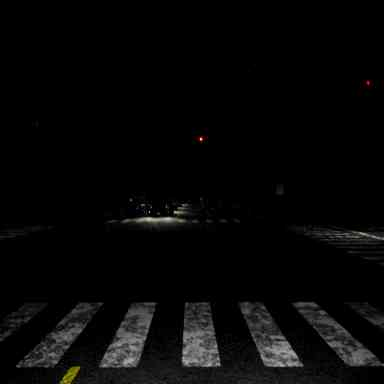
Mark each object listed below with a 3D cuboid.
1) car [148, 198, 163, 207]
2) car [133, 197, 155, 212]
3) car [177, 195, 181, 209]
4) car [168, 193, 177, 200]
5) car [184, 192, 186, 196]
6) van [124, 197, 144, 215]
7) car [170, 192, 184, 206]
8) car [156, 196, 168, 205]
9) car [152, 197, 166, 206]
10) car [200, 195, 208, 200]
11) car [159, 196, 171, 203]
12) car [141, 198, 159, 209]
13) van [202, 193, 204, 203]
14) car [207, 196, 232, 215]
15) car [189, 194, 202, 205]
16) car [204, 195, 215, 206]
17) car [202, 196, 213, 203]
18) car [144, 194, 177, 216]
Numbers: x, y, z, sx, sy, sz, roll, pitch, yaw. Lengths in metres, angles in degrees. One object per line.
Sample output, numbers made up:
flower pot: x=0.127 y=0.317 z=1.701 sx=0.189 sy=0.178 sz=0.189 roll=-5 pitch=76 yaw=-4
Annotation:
car: x=-5.537 y=1.581 z=50.345 sx=1.802 sy=1.307 sz=4.206 roll=0 pitch=0 yaw=0
car: x=-5.610 y=1.440 z=39.008 sx=1.967 sy=1.590 sz=4.097 roll=0 pitch=0 yaw=0
car: x=-2.831 y=1.477 z=41.975 sx=1.882 sy=1.535 sz=5.008 roll=0 pitch=0 yaw=1
car: x=-5.280 y=1.300 z=90.022 sx=2.192 sy=1.841 sz=5.009 roll=0 pitch=0 yaw=0
car: x=-2.653 y=1.349 z=62.328 sx=2.097 sy=1.767 sz=4.553 roll=0 pitch=0 yaw=1
van: x=-5.647 y=1.340 z=33.340 sx=1.690 sy=1.788 sz=3.998 roll=0 pitch=0 yaw=0
car: x=-2.760 y=1.221 z=52.102 sx=2.150 sy=2.045 sz=5.566 roll=0 pitch=0 yaw=1
car: x=-5.464 y=1.522 z=61.511 sx=1.752 sy=1.417 sz=4.829 roll=0 pitch=0 yaw=0
car: x=-5.500 y=1.564 z=56.013 sx=1.947 sy=1.339 sz=4.313 roll=0 pitch=0 yaw=0
car: x=3.246 y=1.551 z=89.979 sx=1.947 sy=1.339 sz=4.313 roll=0 pitch=0 yaw=0
car: x=-5.426 y=1.561 z=67.349 sx=1.947 sy=1.339 sz=4.313 roll=0 pitch=0 yaw=0
car: x=-5.573 y=1.565 z=44.676 sx=1.947 sy=1.339 sz=4.313 roll=0 pitch=0 yaw=0
van: x=3.025 y=1.340 z=55.963 sx=1.690 sy=1.788 sz=3.998 roll=0 pitch=0 yaw=0
car: x=2.879 y=1.440 z=33.287 sx=1.967 sy=1.590 sz=4.097 roll=0 pitch=0 yaw=0
car: x=0.470 y=1.524 z=59.381 sx=1.812 sy=1.442 sz=4.674 roll=0 pitch=0 yaw=0
car: x=2.952 y=1.440 z=44.625 sx=1.967 sy=1.590 sz=4.097 roll=0 pitch=0 yaw=0
car: x=3.099 y=1.546 z=67.302 sx=2.008 sy=1.369 sz=4.403 roll=0 pitch=0 yaw=0
car: x=-2.937 y=1.351 z=32.038 sx=2.097 sy=1.767 sz=4.553 roll=0 pitch=0 yaw=2
